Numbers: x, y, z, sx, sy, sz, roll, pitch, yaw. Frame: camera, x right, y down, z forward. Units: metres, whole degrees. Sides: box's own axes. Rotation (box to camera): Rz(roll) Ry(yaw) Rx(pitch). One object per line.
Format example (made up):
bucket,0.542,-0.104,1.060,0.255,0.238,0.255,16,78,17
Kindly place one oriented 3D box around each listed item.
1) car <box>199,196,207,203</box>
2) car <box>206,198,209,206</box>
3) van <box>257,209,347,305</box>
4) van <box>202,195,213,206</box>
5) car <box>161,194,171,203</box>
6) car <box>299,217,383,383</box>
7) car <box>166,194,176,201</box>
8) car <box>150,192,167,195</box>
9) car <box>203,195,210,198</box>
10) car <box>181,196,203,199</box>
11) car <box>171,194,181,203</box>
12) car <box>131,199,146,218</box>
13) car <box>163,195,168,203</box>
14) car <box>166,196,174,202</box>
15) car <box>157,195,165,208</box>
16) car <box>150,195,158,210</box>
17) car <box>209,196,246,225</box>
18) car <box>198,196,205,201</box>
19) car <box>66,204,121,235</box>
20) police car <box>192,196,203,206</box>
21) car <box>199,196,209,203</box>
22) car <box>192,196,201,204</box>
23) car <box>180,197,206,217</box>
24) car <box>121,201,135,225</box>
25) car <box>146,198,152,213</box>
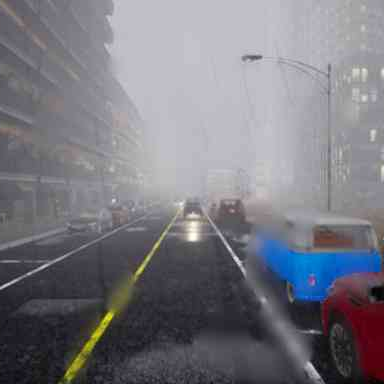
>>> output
car,2.689,1.746,79.846,1.752,1.417,4.829,0,0,0
car,2.687,1.624,35.463,1.887,1.381,4.507,0,0,0
van,2.685,1.355,7.830,1.690,1.788,3.998,0,0,0
van,2.688,1.483,57.569,1.690,1.788,3.998,0,0,0
car,-5.691,1.744,74.150,1.887,1.381,4.507,0,0,0
car,2.685,1.319,2.304,2.192,1.841,5.009,0,0,0
car,-5.692,1.577,90.730,2.192,1.841,5.009,0,0,0
car,-7.386,1.169,75.919,2.045,2.150,5.566,17,4,29
car,2.688,1.651,52.213,1.752,1.417,4.829,0,0,0
car,0.037,1.455,44.660,2.097,1.767,4.553,0,0,1
car,-2.998,1.611,72.596,1.882,1.535,5.008,0,0,0
car,-5.694,1.505,29.937,1.967,1.590,4.097,0,0,0
car,-5.691,1.687,57.569,1.887,1.381,4.507,0,0,0
car,-5.691,1.765,85.034,1.752,1.417,4.829,0,0,0
car,-5.692,1.650,51.874,1.752,1.417,4.829,0,0,0
car,-5.693,1.534,40.990,1.967,1.590,4.097,0,0,0
car,2.686,1.366,24.410,2.192,1.841,5.009,0,0,0
car,2.690,1.844,90.729,1.802,1.307,4.206,0,0,0
car,-5.693,1.589,18.883,2.008,1.369,4.403,0,0,0
police car,0.904,1.578,60.677,1.930,1.638,5.238,0,0,0
car,2.688,1.640,74.149,1.967,1.590,4.097,0,0,0
car,0.904,1.692,70.567,1.837,1.490,4.892,0,0,0
car,0.102,1.577,31.906,1.837,1.490,4.892,0,0,0
car,-5.693,1.596,24.409,1.887,1.381,4.507,0,0,0
car,-5.693,1.661,35.464,1.802,1.307,4.206,0,0,0
